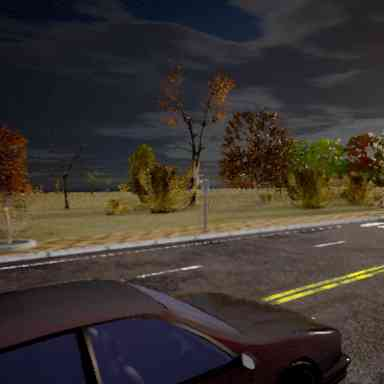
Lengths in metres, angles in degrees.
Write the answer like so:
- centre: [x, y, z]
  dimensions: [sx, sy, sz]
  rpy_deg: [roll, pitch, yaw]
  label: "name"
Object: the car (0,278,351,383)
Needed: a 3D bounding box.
- centre: [-0.922, 1.532, 2.753]
  dimensions: [5.357, 1.411, 2.033]
  rpy_deg: [-1, 1, -35]
  label: "car"
